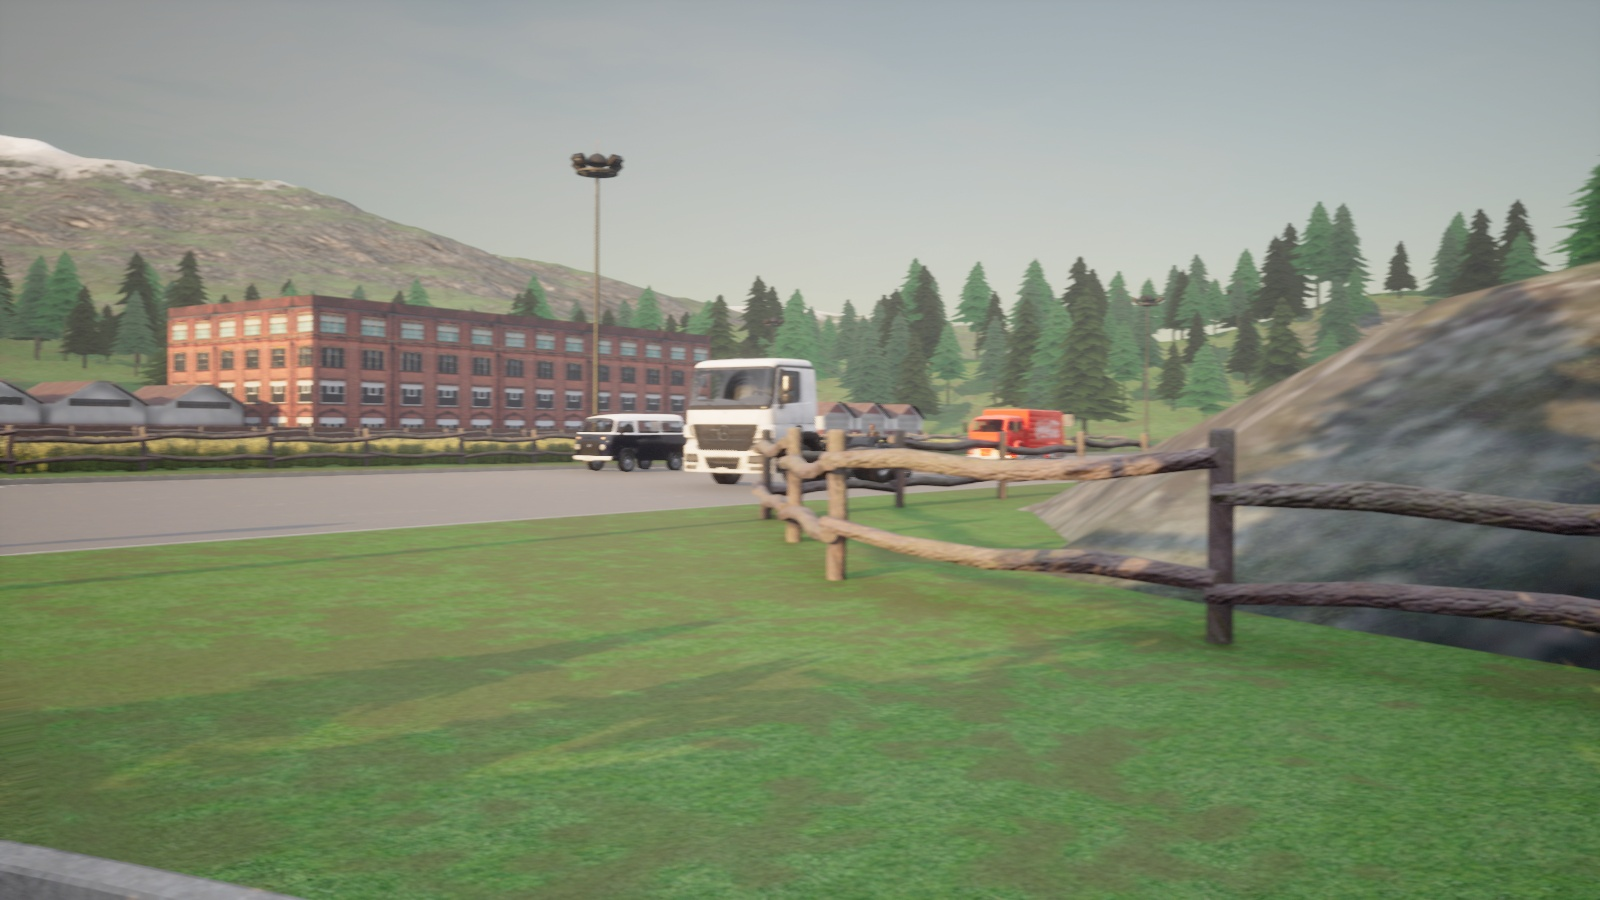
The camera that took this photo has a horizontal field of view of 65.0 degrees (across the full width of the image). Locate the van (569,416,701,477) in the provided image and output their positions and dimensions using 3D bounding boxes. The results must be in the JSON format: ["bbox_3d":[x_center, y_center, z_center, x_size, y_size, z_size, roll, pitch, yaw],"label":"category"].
[{"bbox_3d":[-5.785,-0.163,44.450,2.069,2.038,4.480,0,1,36],"label":"van"}]

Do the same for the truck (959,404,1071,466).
[{"bbox_3d":[9.152,-0.654,53.059,2.627,2.467,5.204,0,1,36],"label":"truck"}]

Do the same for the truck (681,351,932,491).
[{"bbox_3d":[0.416,-0.789,35.131,2.891,3.462,7.936,0,1,36],"label":"truck"}]
